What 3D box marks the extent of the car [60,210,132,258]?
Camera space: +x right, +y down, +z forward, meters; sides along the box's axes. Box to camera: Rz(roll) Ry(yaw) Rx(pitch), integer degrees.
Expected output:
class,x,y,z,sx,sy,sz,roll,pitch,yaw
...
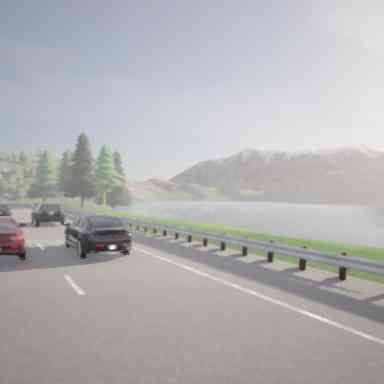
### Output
class,x,y,z,sx,sy,sz,roll,pitch,yaw
car,-3.951,1.670,13.629,1.837,1.490,4.892,1,-1,-30

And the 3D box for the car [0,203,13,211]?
class,x,y,z,sx,sy,sz,roll,pitch,yaw
car,-14.493,1.605,24.694,2.097,1.767,4.553,1,-1,-30

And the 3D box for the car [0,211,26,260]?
class,x,y,z,sx,sy,sz,roll,pitch,yaw
car,-7.298,1.654,12.430,1.812,1.442,4.674,1,-1,-30

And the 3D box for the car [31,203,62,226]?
class,x,y,z,sx,sy,sz,roll,pitch,yaw
car,-11.472,1.646,26.463,2.097,1.767,4.553,1,-1,-30
